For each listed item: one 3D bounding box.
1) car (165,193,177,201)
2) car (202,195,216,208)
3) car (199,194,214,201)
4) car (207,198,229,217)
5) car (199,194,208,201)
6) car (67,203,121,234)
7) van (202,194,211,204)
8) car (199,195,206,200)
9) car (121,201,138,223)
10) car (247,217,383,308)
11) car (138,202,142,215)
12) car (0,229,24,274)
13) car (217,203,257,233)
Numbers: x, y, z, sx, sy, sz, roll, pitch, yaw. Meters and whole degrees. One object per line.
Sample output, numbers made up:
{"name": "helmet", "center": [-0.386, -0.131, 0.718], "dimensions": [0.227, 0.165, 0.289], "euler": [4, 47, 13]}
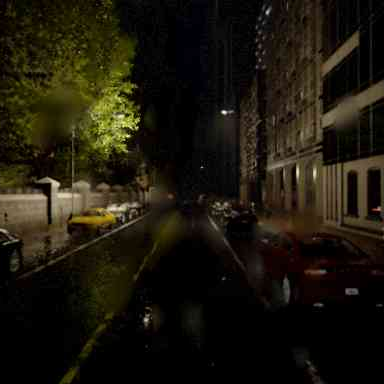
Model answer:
{"name": "car", "center": [-5.581, 1.217, 81.758], "dimensions": [2.192, 1.841, 5.009], "euler": [1, 0, 0]}
{"name": "car", "center": [2.755, 1.554, 47.617], "dimensions": [1.802, 1.307, 4.206], "euler": [0, 0, 0]}
{"name": "car", "center": [2.764, 1.278, 53.300], "dimensions": [2.192, 1.841, 5.009], "euler": [0, 0, 0]}
{"name": "car", "center": [2.733, 1.540, 30.576], "dimensions": [2.008, 1.369, 4.403], "euler": [0, 0, 0]}
{"name": "car", "center": [2.799, 1.343, 81.706], "dimensions": [1.967, 1.590, 4.097], "euler": [1, 0, 0]}
{"name": "car", "center": [-5.661, 1.522, 19.076], "dimensions": [1.752, 1.417, 4.829], "euler": [0, 0, 0]}
{"name": "van", "center": [2.778, 1.283, 64.662], "dimensions": [1.690, 1.788, 3.998], "euler": [1, 0, 0]}
{"name": "car", "center": [2.805, 1.413, 87.557], "dimensions": [1.752, 1.417, 4.829], "euler": [1, 0, 0]}
{"name": "car", "center": [-5.654, 1.544, 24.929], "dimensions": [2.008, 1.369, 4.403], "euler": [0, 0, 0]}
{"name": "car", "center": [2.705, 1.545, 7.850], "dimensions": [1.887, 1.381, 4.507], "euler": [0, 0, 0]}
{"name": "car", "center": [-5.647, 1.540, 30.613], "dimensions": [2.008, 1.369, 4.403], "euler": [0, 0, 0]}
{"name": "car", "center": [-5.676, 1.551, 7.881], "dimensions": [2.008, 1.369, 4.403], "euler": [0, 0, 0]}
{"name": "car", "center": [2.719, 1.563, 19.212], "dimensions": [1.947, 1.339, 4.313], "euler": [0, 0, 0]}
